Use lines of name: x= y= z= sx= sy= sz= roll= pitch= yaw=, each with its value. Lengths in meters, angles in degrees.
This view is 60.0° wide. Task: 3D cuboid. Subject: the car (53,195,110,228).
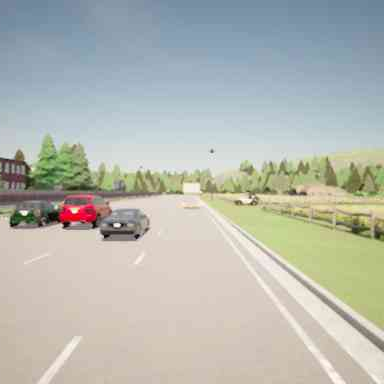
car: x=-6.928 y=1.243 z=22.303 sx=2.150 sy=2.045 sz=5.566 roll=0 pitch=0 yaw=0

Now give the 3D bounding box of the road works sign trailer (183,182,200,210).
road works sign trailer: x=-0.057 y=0.510 z=44.802 sx=2.380 sy=3.560 sz=2.880 roll=0 pitch=0 yaw=0

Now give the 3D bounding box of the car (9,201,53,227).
car: x=-10.428 y=1.374 z=22.796 sx=2.097 sy=1.767 sz=4.553 roll=0 pitch=0 yaw=0

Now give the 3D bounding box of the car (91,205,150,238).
car: x=-3.421 y=1.565 z=17.720 sx=2.033 sy=1.411 sz=5.357 roll=0 pitch=0 yaw=0

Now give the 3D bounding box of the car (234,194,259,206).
car: x=8.853 y=1.268 z=53.816 sx=3.866 sy=1.878 sz=1.905 roll=0 pitch=0 yaw=0
